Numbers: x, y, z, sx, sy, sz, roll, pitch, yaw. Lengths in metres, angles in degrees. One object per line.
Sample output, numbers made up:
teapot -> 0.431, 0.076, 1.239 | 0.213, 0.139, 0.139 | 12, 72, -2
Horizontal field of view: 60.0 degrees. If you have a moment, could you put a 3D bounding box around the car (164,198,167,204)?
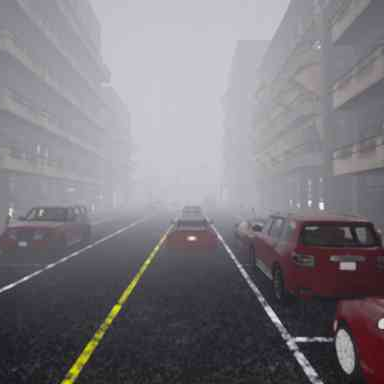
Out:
car -> -5.607, 2.127, 57.984 | 1.947, 1.339, 4.313 | 1, -1, 0

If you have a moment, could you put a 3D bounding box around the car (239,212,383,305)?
car -> 2.714, 1.396, 8.174 | 2.192, 1.841, 5.009 | 1, -1, 0

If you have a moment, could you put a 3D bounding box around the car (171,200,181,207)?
car -> -2.987, 2.223, 64.412 | 1.895, 1.301, 4.718 | 0, -1, 1

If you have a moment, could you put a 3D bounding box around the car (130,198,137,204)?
car -> -16.436, 2.329, 86.177 | 4.097, 1.590, 1.967 | 0, -2, 0

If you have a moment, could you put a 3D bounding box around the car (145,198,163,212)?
car -> -5.613, 2.005, 46.904 | 2.008, 1.369, 4.403 | 1, -1, 0

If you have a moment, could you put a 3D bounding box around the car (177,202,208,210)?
car -> 0.020, 1.830, 29.000 | 2.033, 1.411, 5.357 | 0, -1, 0

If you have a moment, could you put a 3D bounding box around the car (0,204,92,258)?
car -> -5.663, 1.450, 13.666 | 2.192, 1.841, 5.009 | 1, -1, 0

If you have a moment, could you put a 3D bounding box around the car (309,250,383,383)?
car -> 2.707, 1.572, 2.631 | 1.887, 1.381, 4.507 | 1, -1, 0

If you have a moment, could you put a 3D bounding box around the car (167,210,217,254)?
car -> 0.012, 1.705, 14.299 | 1.994, 1.385, 4.181 | 0, -1, 0

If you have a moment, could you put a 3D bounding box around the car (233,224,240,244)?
car -> 2.713, 1.717, 13.711 | 1.802, 1.307, 4.206 | 1, -1, 0

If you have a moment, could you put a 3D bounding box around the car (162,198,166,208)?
car -> -5.610, 2.090, 52.444 | 1.802, 1.307, 4.206 | 1, -1, 0

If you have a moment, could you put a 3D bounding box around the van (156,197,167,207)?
van -> -5.768, 1.955, 63.527 | 1.690, 1.788, 3.998 | 1, -1, 0

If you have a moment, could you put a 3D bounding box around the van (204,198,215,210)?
van -> 2.742, 1.849, 52.494 | 1.690, 1.788, 3.998 | 1, -1, 0
